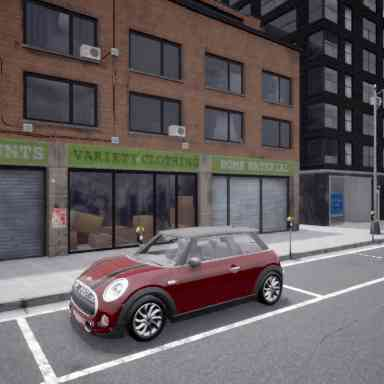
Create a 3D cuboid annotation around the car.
[{"bbox_3d":[-0.174,1.440,6.401,4.097,1.590,1.967,0,0,-35],"label":"car"}]
